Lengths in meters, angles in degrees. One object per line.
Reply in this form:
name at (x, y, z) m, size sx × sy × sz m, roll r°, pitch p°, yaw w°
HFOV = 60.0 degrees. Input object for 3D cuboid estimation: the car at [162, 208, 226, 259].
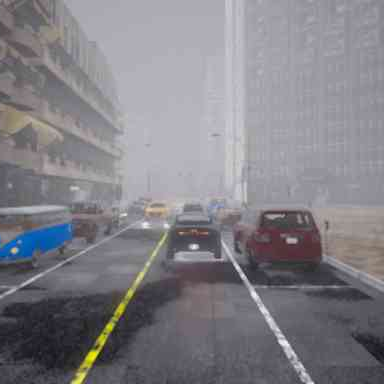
car at (0.075, 1.530, 12.743) m, size 1.837 × 1.490 × 4.892 m, roll 0°, pitch -2°, yaw 0°

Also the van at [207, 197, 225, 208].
van at (2.558, 1.431, 33.094) m, size 1.690 × 1.788 × 3.998 m, roll 0°, pitch 0°, yaw 0°

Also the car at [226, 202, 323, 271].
car at (2.568, 1.342, 10.952) m, size 2.192 × 1.841 × 5.009 m, roll 0°, pitch 0°, yaw 0°

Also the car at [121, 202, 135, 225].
car at (-5.318, 1.606, 22.013) m, size 2.008 × 1.369 × 4.403 m, roll 0°, pitch 0°, yaw 0°

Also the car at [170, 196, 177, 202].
car at (-5.347, 1.858, 87.451) m, size 1.752 × 1.417 × 4.829 m, roll 0°, pitch 0°, yaw 0°

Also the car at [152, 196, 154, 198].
car at (-5.324, 1.424, 38.621) m, size 2.192 × 1.841 × 5.009 m, roll 0°, pitch 0°, yaw 0°

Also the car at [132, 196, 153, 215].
car at (-5.322, 1.530, 33.084) m, size 1.967 × 1.590 × 4.097 m, roll 0°, pitch 0°, yaw 0°

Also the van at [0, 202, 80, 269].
van at (-5.312, 1.367, 10.941) m, size 1.690 × 1.788 × 3.998 m, roll 0°, pitch 0°, yaw 0°

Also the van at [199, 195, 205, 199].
van at (2.534, 1.675, 87.625) m, size 1.690 × 1.788 × 3.998 m, roll 0°, pitch 0°, yaw 0°

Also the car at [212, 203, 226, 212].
car at (2.562, 1.637, 22.023) m, size 1.802 × 1.307 × 4.206 m, roll 0°, pitch 0°, yaw 0°

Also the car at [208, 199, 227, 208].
car at (2.559, 1.598, 27.729) m, size 1.752 × 1.417 × 4.829 m, roll 0°, pitch 0°, yaw 0°

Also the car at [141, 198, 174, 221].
car at (-2.851, 1.552, 28.442) m, size 1.882 × 1.535 × 5.008 m, roll 0°, pitch 0°, yaw 0°

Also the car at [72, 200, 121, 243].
car at (-5.314, 1.355, 16.477) m, size 2.192 × 1.841 × 5.009 m, roll 0°, pitch 0°, yaw 0°

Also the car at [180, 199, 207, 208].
car at (0.072, 1.578, 28.442) m, size 1.837 × 1.490 × 4.892 m, roll 0°, pitch -1°, yaw 0°
